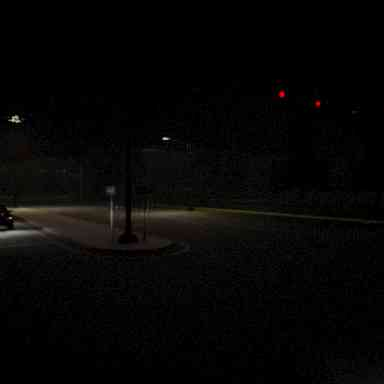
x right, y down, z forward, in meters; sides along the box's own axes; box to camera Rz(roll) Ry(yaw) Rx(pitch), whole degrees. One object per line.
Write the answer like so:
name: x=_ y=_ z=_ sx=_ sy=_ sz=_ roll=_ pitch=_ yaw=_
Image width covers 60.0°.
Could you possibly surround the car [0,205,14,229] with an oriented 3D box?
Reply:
car: x=-12.493 y=1.526 z=20.968 sx=1.812 sy=1.442 sz=4.674 roll=0 pitch=0 yaw=-35
